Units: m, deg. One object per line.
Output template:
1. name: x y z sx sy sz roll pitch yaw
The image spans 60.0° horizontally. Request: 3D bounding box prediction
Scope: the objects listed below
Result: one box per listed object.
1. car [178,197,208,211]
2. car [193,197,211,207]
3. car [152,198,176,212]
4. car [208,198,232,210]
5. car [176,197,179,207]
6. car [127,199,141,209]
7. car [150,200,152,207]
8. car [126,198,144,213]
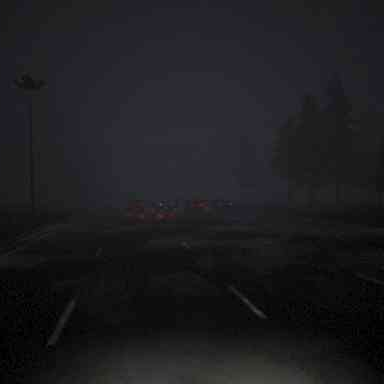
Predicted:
1. car: 0.067 1.542 40.918 2.033 1.411 5.357 -1 0 -11
2. car: 1.559 1.482 52.015 1.812 1.442 4.674 -1 0 -11
3. car: -3.437 1.605 40.622 1.812 1.442 4.674 -1 0 -11
4. car: 3.507 1.458 41.560 2.033 1.411 5.357 -1 0 -11
5. car: -1.882 1.546 51.378 1.837 1.490 4.892 -1 0 -11
6. car: -8.743 1.756 50.000 2.033 1.411 5.357 -1 0 -11
7. car: -5.323 1.617 50.744 2.128 1.511 4.902 -1 0 -11
8. car: -6.906 1.516 40.113 2.097 1.767 4.553 -1 0 -11
